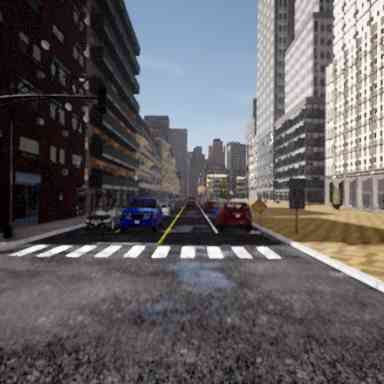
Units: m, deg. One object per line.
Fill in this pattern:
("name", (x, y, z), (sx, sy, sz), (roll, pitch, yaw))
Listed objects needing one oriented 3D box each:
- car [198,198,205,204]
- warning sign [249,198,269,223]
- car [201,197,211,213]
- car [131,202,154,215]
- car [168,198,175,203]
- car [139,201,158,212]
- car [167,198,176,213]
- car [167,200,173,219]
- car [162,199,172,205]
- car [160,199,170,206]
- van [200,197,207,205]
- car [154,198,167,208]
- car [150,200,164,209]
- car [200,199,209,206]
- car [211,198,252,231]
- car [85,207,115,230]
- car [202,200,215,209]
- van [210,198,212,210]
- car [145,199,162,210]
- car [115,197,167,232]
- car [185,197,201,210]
("car", (2.644, 2.408, 93.769), (1.967, 1.590, 4.097), (0, -1, 0))
("warning sign", (5.070, 1.367, 25.189), (1.300, 1.860, 1.060), (1, 0, 0))
("car", (2.671, 1.739, 44.034), (2.192, 1.841, 5.009), (0, -1, 0))
("car", (-5.706, 1.849, 38.502), (2.008, 1.369, 4.403), (0, -1, 0))
("car", (-5.736, 2.445, 93.765), (1.887, 1.381, 4.507), (0, -1, 0))
("car", (-5.709, 1.900, 44.027), (1.887, 1.381, 4.507), (0, -1, 0))
("car", (-3.081, 1.859, 43.030), (2.128, 1.511, 4.902), (0, -1, 0))
("car", (-3.100, 1.777, 31.882), (1.812, 1.442, 4.674), (0, -1, 0))
("car", (-5.726, 2.255, 77.186), (1.887, 1.381, 4.507), (0, -1, 0))
("car", (-5.723, 2.173, 71.491), (1.752, 1.417, 4.829), (0, -1, 0))
("van", (2.654, 2.120, 77.191), (1.690, 1.788, 3.998), (0, -1, 0))
("car", (-5.718, 1.970, 60.609), (1.967, 1.590, 4.097), (0, -1, 0))
("car", (-5.715, 2.054, 55.081), (1.802, 1.307, 4.206), (0, -1, 0))
("car", (2.656, 2.245, 71.834), (1.752, 1.417, 4.829), (0, -1, 0))
("car", (2.683, 1.515, 21.929), (2.192, 1.841, 5.009), (0, -1, 0))
("car", (-5.697, 1.683, 21.923), (2.008, 1.369, 4.403), (0, -1, 0))
("car", (2.665, 2.085, 55.085), (1.887, 1.381, 4.507), (0, -1, 0))
("van", (2.680, 1.595, 27.455), (1.690, 1.788, 3.998), (0, -1, 0))
("car", (-5.712, 1.854, 49.556), (1.967, 1.590, 4.097), (0, -1, 0))
("car", (-3.105, 1.371, 21.532), (2.150, 2.045, 5.566), (0, -1, 0))
("car", (-0.019, 1.977, 50.701), (1.837, 1.490, 4.892), (0, -1, 0))
